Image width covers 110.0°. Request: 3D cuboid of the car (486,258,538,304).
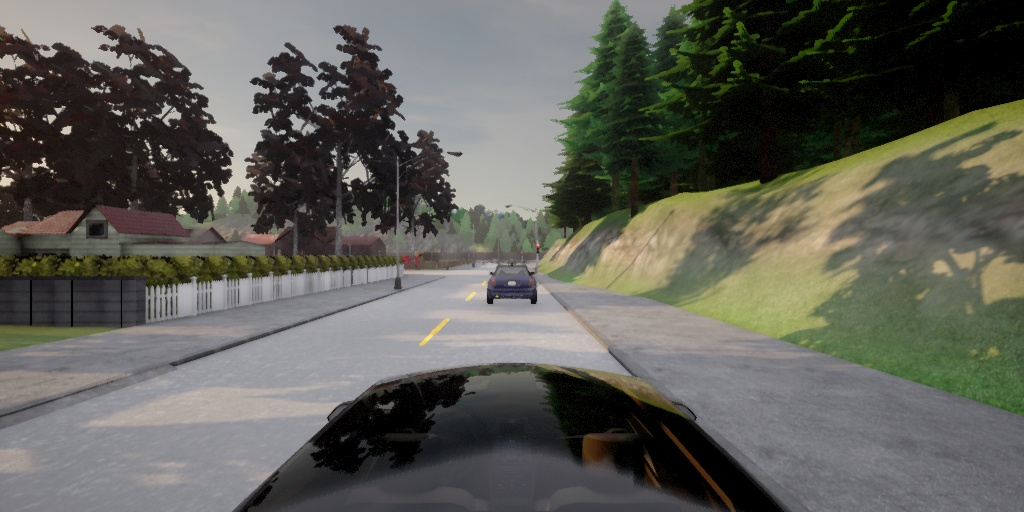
[{"bbox_3d":[0.000,1.114,16.470,2.097,1.767,4.553,0,0,0],"label":"car"}]
